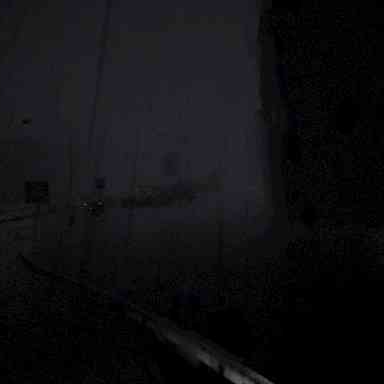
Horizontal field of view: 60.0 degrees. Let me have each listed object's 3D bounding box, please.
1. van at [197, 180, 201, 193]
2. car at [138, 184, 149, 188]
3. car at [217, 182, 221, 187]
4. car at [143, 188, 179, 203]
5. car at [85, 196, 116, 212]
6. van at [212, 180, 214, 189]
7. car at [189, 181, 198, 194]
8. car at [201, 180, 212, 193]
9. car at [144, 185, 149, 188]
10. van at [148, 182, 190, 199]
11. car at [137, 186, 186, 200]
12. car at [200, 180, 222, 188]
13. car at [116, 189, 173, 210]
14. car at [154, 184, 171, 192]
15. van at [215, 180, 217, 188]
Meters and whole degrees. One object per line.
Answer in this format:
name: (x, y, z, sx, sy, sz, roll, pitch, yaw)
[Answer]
van: (-1.371, -0.386, 51.237, 4.442, 1.987, 1.878, -3, 3, -9)
car: (-8.069, -0.378, 59.353, 2.150, 2.045, 5.566, -3, 3, 11)
car: (3.057, -1.434, 72.186, 5.366, 1.575, 1.946, -3, 3, -9)
car: (-4.182, 0.767, 36.357, 4.674, 1.452, 2.002, -3, 3, -8)
car: (-9.431, 1.188, 34.553, 1.812, 1.442, 4.674, -3, 3, 10)
van: (1.210, -1.115, 63.214, 4.442, 1.987, 1.878, -3, 3, -8)
car: (-2.461, -0.058, 45.282, 5.566, 2.045, 2.435, -3, 3, -9)
car: (-0.054, -0.778, 57.233, 5.566, 2.045, 2.435, -3, 3, -9)
car: (-5.737, 0.041, 53.795, 1.812, 1.442, 4.674, -3, 3, 11)
van: (-2.906, 0.137, 42.331, 4.442, 1.987, 1.878, -3, 3, -9)
car: (-3.781, 0.556, 39.309, 5.366, 1.575, 1.946, -3, 3, -8)
car: (4.613, -1.952, 81.120, 4.892, 1.521, 2.231, -3, 3, -9)
car: (-4.782, 0.908, 33.377, 4.892, 1.521, 2.231, -3, 3, -8)
car: (-6.040, -0.857, 69.603, 2.128, 1.511, 4.902, -3, 3, 11)
van: (2.158, -1.460, 69.136, 4.442, 1.987, 1.878, -3, 3, -8)
